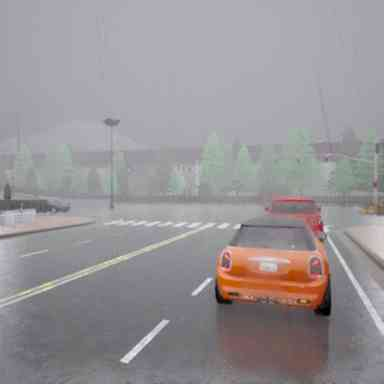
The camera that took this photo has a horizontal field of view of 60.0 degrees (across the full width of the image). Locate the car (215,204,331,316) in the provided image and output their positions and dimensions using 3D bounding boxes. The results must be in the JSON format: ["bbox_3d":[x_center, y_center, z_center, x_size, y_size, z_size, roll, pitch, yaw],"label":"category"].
[{"bbox_3d":[2.056,1.345,7.890,2.097,1.767,4.553,0,0,19],"label":"car"}]

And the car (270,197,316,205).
[{"bbox_3d":[4.270,1.208,14.150,2.150,2.045,5.566,0,0,16],"label":"car"}]

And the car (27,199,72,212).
[{"bbox_3d":[-16.814,1.566,39.324,4.718,1.301,1.895,0,0,16],"label":"car"}]

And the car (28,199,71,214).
[{"bbox_3d":[-15.227,1.478,35.212,4.892,1.490,1.837,0,0,18],"label":"car"}]
